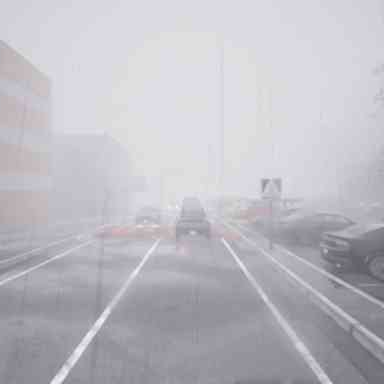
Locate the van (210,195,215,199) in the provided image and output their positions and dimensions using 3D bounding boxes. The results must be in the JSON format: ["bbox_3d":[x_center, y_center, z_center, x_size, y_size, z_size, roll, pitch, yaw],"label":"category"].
[{"bbox_3d":[5.763,1.800,57.644,4.442,1.987,1.878,0,0,-1],"label":"van"}]

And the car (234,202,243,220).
[{"bbox_3d":[6.039,1.750,26.422,4.674,1.452,2.002,0,-1,-1],"label":"car"}]

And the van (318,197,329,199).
[{"bbox_3d":[18.513,1.673,43.598,4.442,1.987,1.878,0,-1,-1],"label":"van"}]

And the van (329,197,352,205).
[{"bbox_3d":[18.581,1.610,37.948,4.442,1.987,1.878,0,-1,-1],"label":"van"}]

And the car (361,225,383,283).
[{"bbox_3d":[6.288,1.524,6.644,4.674,1.452,2.002,0,-1,-1],"label":"car"}]

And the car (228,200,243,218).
[{"bbox_3d":[6.191,1.739,29.250,5.366,1.575,1.946,0,-1,-1],"label":"car"}]

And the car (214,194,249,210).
[{"bbox_3d":[5.891,1.616,40.553,5.566,2.045,2.435,0,-1,-1],"label":"car"}]

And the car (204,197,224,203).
[{"bbox_3d":[5.356,1.894,82.953,4.792,1.488,2.163,0,0,-1],"label":"car"}]

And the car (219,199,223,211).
[{"bbox_3d":[6.084,1.833,37.726,5.366,1.575,1.946,0,-1,-1],"label":"car"}]

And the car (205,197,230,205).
[{"bbox_3d":[5.465,1.938,71.649,5.008,1.535,2.097,0,0,-1],"label":"car"}]

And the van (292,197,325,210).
[{"bbox_3d":[18.172,1.767,52.065,4.442,1.987,1.878,0,-1,-1],"label":"van"}]

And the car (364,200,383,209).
[{"bbox_3d":[18.565,1.743,29.602,5.008,1.535,2.097,0,-1,-1],"label":"car"}]

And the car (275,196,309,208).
[{"bbox_3d":[18.157,1.758,60.677,5.566,2.045,2.435,0,0,-1],"label":"car"}]

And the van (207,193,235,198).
[{"bbox_3d":[5.694,1.767,63.174,4.442,1.987,1.878,0,0,-1],"label":"van"}]

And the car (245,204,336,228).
[{"bbox_3d":[6.083,1.677,20.772,4.792,1.488,2.163,0,-1,-1],"label":"car"}]

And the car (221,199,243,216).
[{"bbox_3d":[5.784,1.770,32.071,5.366,1.575,1.946,0,-1,-1],"label":"car"}]

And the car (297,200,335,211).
[{"bbox_3d":[18.357,1.991,49.238,4.792,1.488,2.163,0,-1,-1],"label":"car"}]

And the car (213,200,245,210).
[{"bbox_3d":[5.717,2.033,51.850,4.674,1.452,2.002,0,-1,-1],"label":"car"}]

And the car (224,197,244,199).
[{"bbox_3d":[5.965,1.679,34.900,4.553,1.767,2.185,0,-1,-1],"label":"car"}]

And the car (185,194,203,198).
[{"bbox_3d":[-0.120,1.618,39.790,2.150,2.045,5.566,0,-1,-1],"label":"car"}]

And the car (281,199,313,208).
[{"bbox_3d":[18.215,2.024,57.844,5.008,1.535,2.097,0,1,-1],"label":"car"}]

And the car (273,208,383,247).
[{"bbox_3d":[6.181,1.624,15.121,4.674,1.452,2.002,0,-1,-1],"label":"car"}]

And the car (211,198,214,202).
[{"bbox_3d":[5.750,1.962,49.025,5.008,1.535,2.097,0,-1,-1],"label":"car"}]

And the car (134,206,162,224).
[{"bbox_3d":[-3.466,1.824,27.380,2.033,1.411,5.357,0,-1,0],"label":"car"}]

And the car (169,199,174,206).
[{"bbox_3d":[-3.830,2.102,68.581,1.895,1.301,4.718,0,0,-1],"label":"car"}]

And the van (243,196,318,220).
[{"bbox_3d":[6.193,1.453,23.601,4.442,1.987,1.878,0,-1,-1],"label":"van"}]

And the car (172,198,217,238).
[{"bbox_3d":[0.036,1.537,18.720,2.128,1.511,4.902,0,6,0],"label":"car"}]

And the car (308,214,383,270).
[{"bbox_3d":[6.250,1.519,9.471,5.008,1.535,2.097,0,-1,-1],"label":"car"}]

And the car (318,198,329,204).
[{"bbox_3d":[18.436,1.868,40.770,4.892,1.521,2.231,0,-1,-1],"label":"car"}]

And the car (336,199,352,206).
[{"bbox_3d":[18.504,1.806,35.248,5.008,1.535,2.097,0,-1,-1],"label":"car"}]

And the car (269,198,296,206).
[{"bbox_3d":[18.086,2.002,66.326,4.792,1.488,2.163,0,0,-1],"label":"car"}]

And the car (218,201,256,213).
[{"bbox_3d":[5.830,1.939,43.374,4.674,1.452,2.002,0,-1,-1],"label":"car"}]

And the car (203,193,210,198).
[{"bbox_3d":[5.513,1.723,65.997,5.566,2.045,2.435,0,0,-1],"label":"car"}]

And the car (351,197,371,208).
[{"bbox_3d":[18.565,1.649,32.426,4.553,1.767,2.185,0,-1,-1],"label":"car"}]

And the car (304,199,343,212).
[{"bbox_3d":[18.328,1.806,46.542,4.553,1.767,2.185,0,-1,-1],"label":"car"}]

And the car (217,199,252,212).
[{"bbox_3d":[5.823,1.805,46.202,4.553,1.767,2.185,0,-1,-1],"label":"car"}]

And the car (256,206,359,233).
[{"bbox_3d":[6.151,1.656,17.946,4.674,1.452,2.002,0,-1,-1],"label":"car"}]

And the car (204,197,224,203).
[{"bbox_3d":[5.366,1.923,80.126,4.674,1.452,2.002,0,0,-1],"label":"car"}]
